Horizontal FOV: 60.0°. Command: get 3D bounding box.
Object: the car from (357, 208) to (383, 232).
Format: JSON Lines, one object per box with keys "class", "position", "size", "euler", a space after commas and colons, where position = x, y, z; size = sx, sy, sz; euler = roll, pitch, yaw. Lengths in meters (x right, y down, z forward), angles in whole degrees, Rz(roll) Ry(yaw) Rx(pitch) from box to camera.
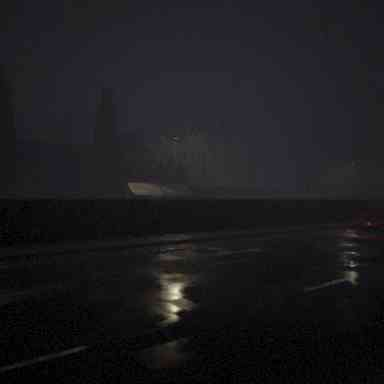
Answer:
{"class": "car", "position": [12.652, 1.786, 21.451], "size": [5.008, 1.535, 1.882], "euler": [1, -1, -36]}
